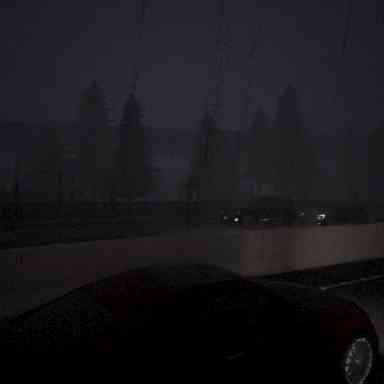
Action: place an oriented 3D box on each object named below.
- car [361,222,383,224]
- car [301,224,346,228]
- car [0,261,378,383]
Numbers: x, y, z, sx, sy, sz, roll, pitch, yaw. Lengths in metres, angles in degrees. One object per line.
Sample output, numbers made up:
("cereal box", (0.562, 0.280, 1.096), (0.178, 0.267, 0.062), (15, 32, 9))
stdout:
("car", (12.217, 1.621, 18.466), (4.902, 1.511, 2.128), (0, 0, -23))
("car", (8.869, 1.465, 20.767), (4.553, 1.767, 2.097), (0, 0, -24))
("car", (0.113, 1.535, 3.632), (4.674, 1.442, 1.812), (1, 0, -34))
